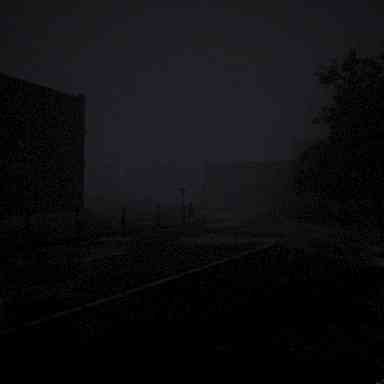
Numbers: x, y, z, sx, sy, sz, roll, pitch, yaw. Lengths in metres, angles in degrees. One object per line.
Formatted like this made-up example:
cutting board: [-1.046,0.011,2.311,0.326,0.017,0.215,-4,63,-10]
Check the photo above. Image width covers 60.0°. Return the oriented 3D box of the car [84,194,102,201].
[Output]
car: [-20.919,1.157,73.921,2.185,1.767,4.553,1,0,32]

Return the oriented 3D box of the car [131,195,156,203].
car: [-9.238,1.542,66.619,2.163,1.488,4.792,1,0,32]

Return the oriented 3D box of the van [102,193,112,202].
van: [-16.373,1.159,70.936,1.878,1.987,4.442,1,0,32]

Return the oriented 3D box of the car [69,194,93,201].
car: [-25.661,1.172,76.824,2.231,1.521,4.892,1,0,32]

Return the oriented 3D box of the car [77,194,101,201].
car: [-23.410,1.224,75.417,2.097,1.535,5.008,1,0,32]

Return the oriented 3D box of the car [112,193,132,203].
car: [-13.825,1.309,69.531,2.185,1.767,4.553,1,0,32]
